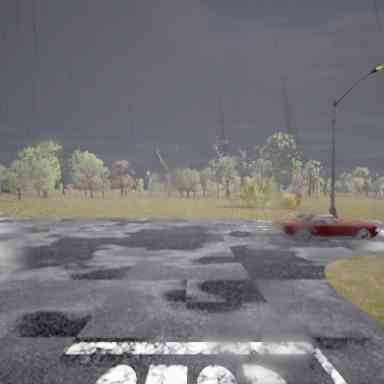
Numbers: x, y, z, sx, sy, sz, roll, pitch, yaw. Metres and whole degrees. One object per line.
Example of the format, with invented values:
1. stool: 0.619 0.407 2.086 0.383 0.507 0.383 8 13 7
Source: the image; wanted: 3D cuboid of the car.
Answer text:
1. car: 6.658 1.712 16.722 4.718 1.301 1.895 1 0 0
